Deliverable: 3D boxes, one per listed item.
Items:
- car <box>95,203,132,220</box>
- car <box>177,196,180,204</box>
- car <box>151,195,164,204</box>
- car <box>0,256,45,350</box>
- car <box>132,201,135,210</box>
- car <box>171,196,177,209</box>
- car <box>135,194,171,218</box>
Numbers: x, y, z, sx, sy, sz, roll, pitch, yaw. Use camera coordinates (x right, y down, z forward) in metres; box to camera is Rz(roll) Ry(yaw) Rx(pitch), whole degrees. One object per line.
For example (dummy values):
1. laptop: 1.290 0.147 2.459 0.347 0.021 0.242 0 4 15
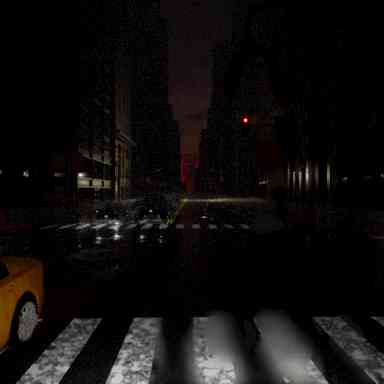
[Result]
1. car: -6.637 1.587 28.023 1.895 1.301 4.718 0 0 1
2. car: -3.306 1.436 62.935 2.128 1.511 4.902 0 0 0
3. car: -6.550 1.438 63.702 2.128 1.511 4.902 0 0 0
4. car: -3.354 1.477 3.461 1.882 1.535 5.008 0 0 0
5. car: -6.630 1.574 42.951 1.895 1.301 4.718 0 0 0
6. car: -3.379 1.463 41.421 2.128 1.511 4.902 0 1 0
7. car: -3.372 1.206 30.005 2.150 2.045 5.566 0 0 0
